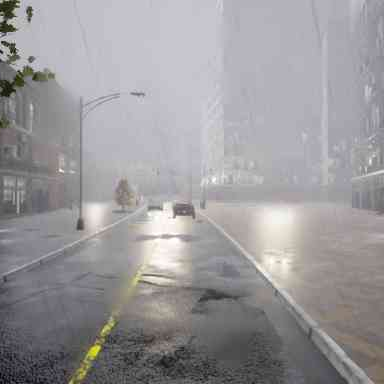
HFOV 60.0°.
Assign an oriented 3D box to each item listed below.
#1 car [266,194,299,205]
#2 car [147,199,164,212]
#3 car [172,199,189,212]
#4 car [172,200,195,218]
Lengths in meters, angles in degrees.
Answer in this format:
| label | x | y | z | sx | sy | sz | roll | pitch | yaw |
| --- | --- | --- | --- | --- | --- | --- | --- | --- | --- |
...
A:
| label | x | y | z | sx | sy | sz | roll | pitch | yaw |
| --- | --- | --- | --- | --- | --- | --- | --- | --- | --- |
| car | 13.957 | 1.201 | 51.535 | 5.009 | 1.841 | 2.192 | 0 | -1 | 15 |
| car | -4.260 | 1.549 | 39.169 | 2.033 | 1.411 | 5.357 | 0 | 0 | -4 |
| car | -1.490 | 1.607 | 40.679 | 1.895 | 1.301 | 4.718 | 0 | 0 | -4 |
| car | -0.766 | 1.482 | 29.997 | 1.882 | 1.535 | 5.008 | 0 | 0 | -3 |
